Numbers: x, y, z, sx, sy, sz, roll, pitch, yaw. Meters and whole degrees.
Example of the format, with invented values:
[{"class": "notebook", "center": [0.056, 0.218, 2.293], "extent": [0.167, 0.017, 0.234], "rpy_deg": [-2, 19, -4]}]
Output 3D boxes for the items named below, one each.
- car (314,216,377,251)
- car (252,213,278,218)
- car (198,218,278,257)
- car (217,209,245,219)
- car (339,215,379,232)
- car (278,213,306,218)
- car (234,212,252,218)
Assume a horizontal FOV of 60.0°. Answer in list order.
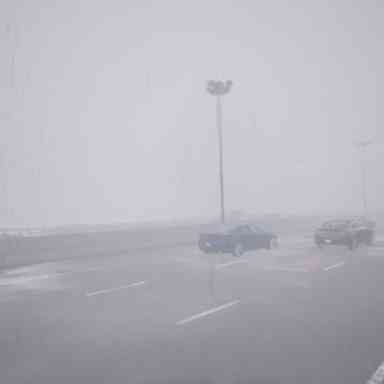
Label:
[{"class": "car", "center": [8.339, 2.244, 18.064], "extent": [2.128, 1.511, 4.902], "rpy_deg": [-4, -4, 44]}, {"class": "car", "center": [10.907, 3.639, 46.247], "extent": [1.837, 1.490, 4.892], "rpy_deg": [-4, -4, 44]}, {"class": "car", "center": [2.455, 2.303, 16.960], "extent": [1.882, 1.535, 5.008], "rpy_deg": [-4, -4, 44]}, {"class": "car", "center": [6.258, 3.759, 51.507], "extent": [2.150, 2.045, 5.566], "rpy_deg": [-4, -4, 43]}, {"class": "car", "center": [15.422, 2.832, 30.554], "extent": [1.895, 1.301, 4.718], "rpy_deg": [-4, -4, 43]}, {"class": "car", "center": [13.785, 3.561, 44.183], "extent": [1.895, 1.301, 4.718], "rpy_deg": [-4, -4, 44]}, {"class": "car", "center": [8.801, 3.933, 49.083], "extent": [1.895, 1.301, 4.718], "rpy_deg": [-4, -4, 43]}]
